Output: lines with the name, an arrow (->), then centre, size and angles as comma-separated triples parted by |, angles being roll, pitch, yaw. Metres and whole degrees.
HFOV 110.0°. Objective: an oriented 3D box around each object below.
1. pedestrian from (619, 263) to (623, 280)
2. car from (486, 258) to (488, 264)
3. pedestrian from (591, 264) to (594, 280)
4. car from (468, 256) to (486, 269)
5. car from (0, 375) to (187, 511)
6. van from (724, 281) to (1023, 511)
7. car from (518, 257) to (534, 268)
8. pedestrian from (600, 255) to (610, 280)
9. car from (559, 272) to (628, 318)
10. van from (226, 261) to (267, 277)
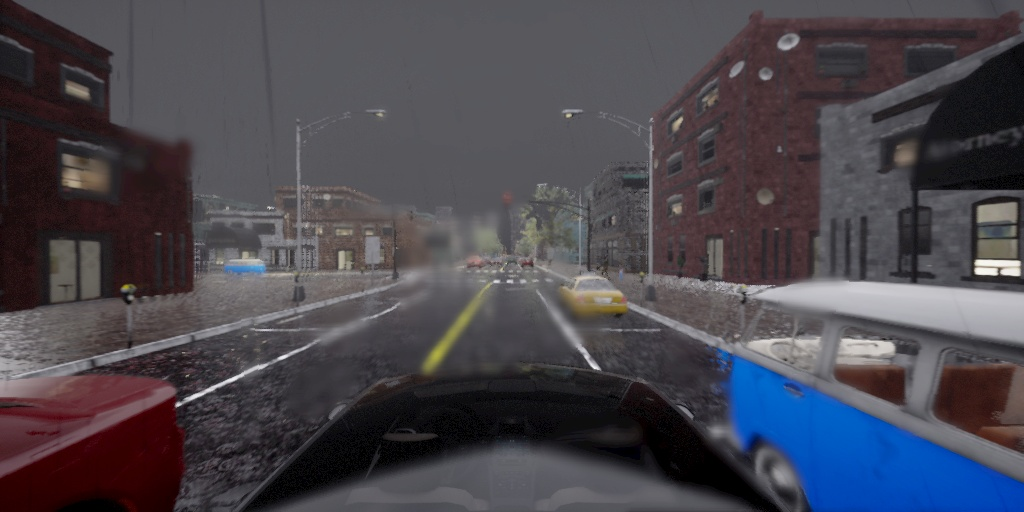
pedestrian -> 8.126, 1.133, 26.721 | 0.375, 1.300, 0.375 | -1, 1, 0
car -> -5.710, 1.248, 61.774 | 1.888, 1.381, 4.507 | 0, 0, 0
pedestrian -> 6.125, 1.153, 27.321 | 0.375, 1.300, 0.375 | -1, 1, 0
car -> -5.707, 1.022, 56.230 | 2.192, 1.841, 5.009 | 0, 0, 0
car -> -3.099, 1.229, 0.242 | 1.882, 1.535, 5.008 | 0, 0, 0
van -> 2.694, 1.091, 1.542 | 1.690, 1.789, 3.998 | 0, 0, 0
car -> 2.671, 1.018, 61.777 | 2.192, 1.841, 5.009 | 0, 0, 0
pedestrian -> 6.755, 0.872, 26.119 | 0.375, 1.860, 0.375 | -1, 1, 0
car -> 2.690, 1.267, 12.809 | 1.751, 1.417, 4.829 | 0, 0, 0
van -> -30.311, 1.432, 40.903 | 3.998, 1.789, 1.690 | 0, 0, -1
